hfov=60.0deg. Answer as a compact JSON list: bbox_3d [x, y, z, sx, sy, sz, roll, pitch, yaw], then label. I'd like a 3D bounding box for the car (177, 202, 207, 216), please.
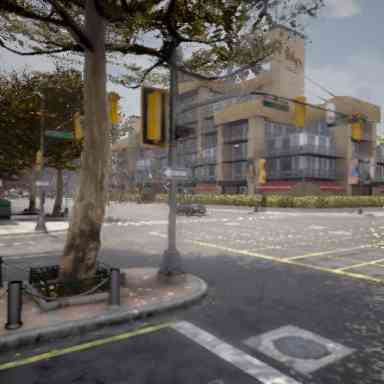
[{"bbox_3d":[-0.258,1.804,36.611,1.812,1.442,4.674,1,-1,-35],"label":"car"}]

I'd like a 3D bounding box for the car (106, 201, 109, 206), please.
[{"bbox_3d":[-16.523,1.824,59.196,2.033,1.411,5.357,1,-1,-36],"label":"car"}]
